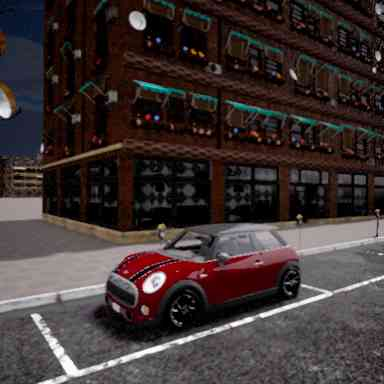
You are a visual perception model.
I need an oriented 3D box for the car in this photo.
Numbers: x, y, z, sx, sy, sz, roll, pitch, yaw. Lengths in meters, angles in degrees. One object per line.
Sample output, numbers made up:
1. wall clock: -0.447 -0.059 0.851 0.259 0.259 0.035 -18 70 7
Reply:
1. car: 0.339 1.425 6.813 4.097 1.590 1.967 0 1 -36
